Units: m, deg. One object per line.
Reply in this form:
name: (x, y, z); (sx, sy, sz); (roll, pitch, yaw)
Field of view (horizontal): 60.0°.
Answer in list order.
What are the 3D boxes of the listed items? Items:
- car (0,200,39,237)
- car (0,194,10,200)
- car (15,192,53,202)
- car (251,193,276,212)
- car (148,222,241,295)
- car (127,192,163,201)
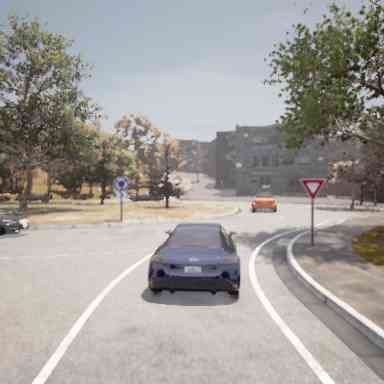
car: (-10.076, 1.280, 15.203); (4.902, 1.511, 2.128); (0, 1, -1)
car: (-28.025, 0.809, 46.127); (1.895, 1.301, 4.718); (1, 1, 39)
car: (-22.414, 0.759, 47.425); (4.902, 1.511, 2.128); (0, 1, -39)
car: (6.699, 0.834, 31.407); (2.097, 1.767, 4.553); (0, 1, 9)
car: (0.191, 1.461, 8.533); (1.994, 1.385, 4.181); (0, 1, 5)
car: (-7.173, 0.777, 51.155); (5.357, 1.411, 2.033); (0, 1, 13)
